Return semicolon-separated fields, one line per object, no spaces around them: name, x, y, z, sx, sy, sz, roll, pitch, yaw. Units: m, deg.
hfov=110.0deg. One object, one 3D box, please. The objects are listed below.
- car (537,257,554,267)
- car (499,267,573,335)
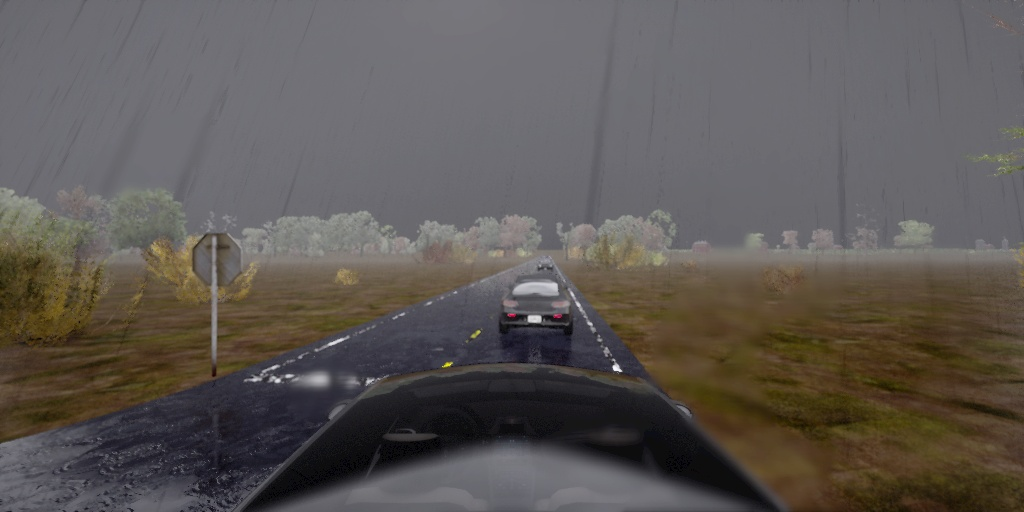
car;3.963;1.123;42.243;1.895;1.301;4.718;0;0;6
car;0.730;1.228;10.292;1.812;1.442;4.674;0;0;6
